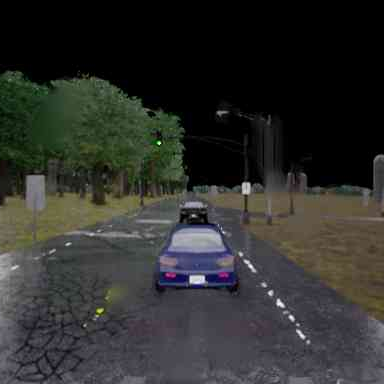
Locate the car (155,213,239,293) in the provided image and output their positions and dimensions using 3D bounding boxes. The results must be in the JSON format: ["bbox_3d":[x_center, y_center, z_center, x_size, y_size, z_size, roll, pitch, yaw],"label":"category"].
[{"bbox_3d":[0.107,1.519,8.730,1.812,1.442,4.674,0,0,0],"label":"car"}]

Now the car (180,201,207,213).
[{"bbox_3d":[0.113,1.399,24.554,1.882,1.535,5.008,0,1,0],"label":"car"}]
